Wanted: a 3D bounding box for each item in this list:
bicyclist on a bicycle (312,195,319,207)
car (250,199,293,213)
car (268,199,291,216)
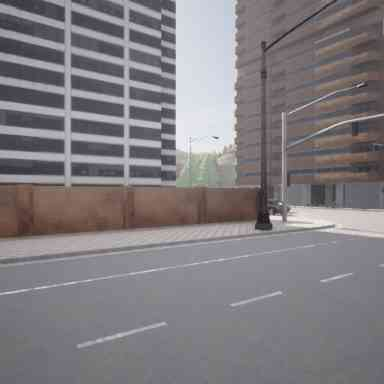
[{"bbox_3d":[17.220,1.301,46.272,1.656,1.620,0.582,0,0,-36],"label":"bicyclist on a bicycle"},{"bbox_3d":[8.885,1.526,37.380,1.812,1.442,4.674,0,0,-36],"label":"car"},{"bbox_3d":[7.428,1.505,33.387,1.837,1.490,4.892,0,0,-36],"label":"car"}]
